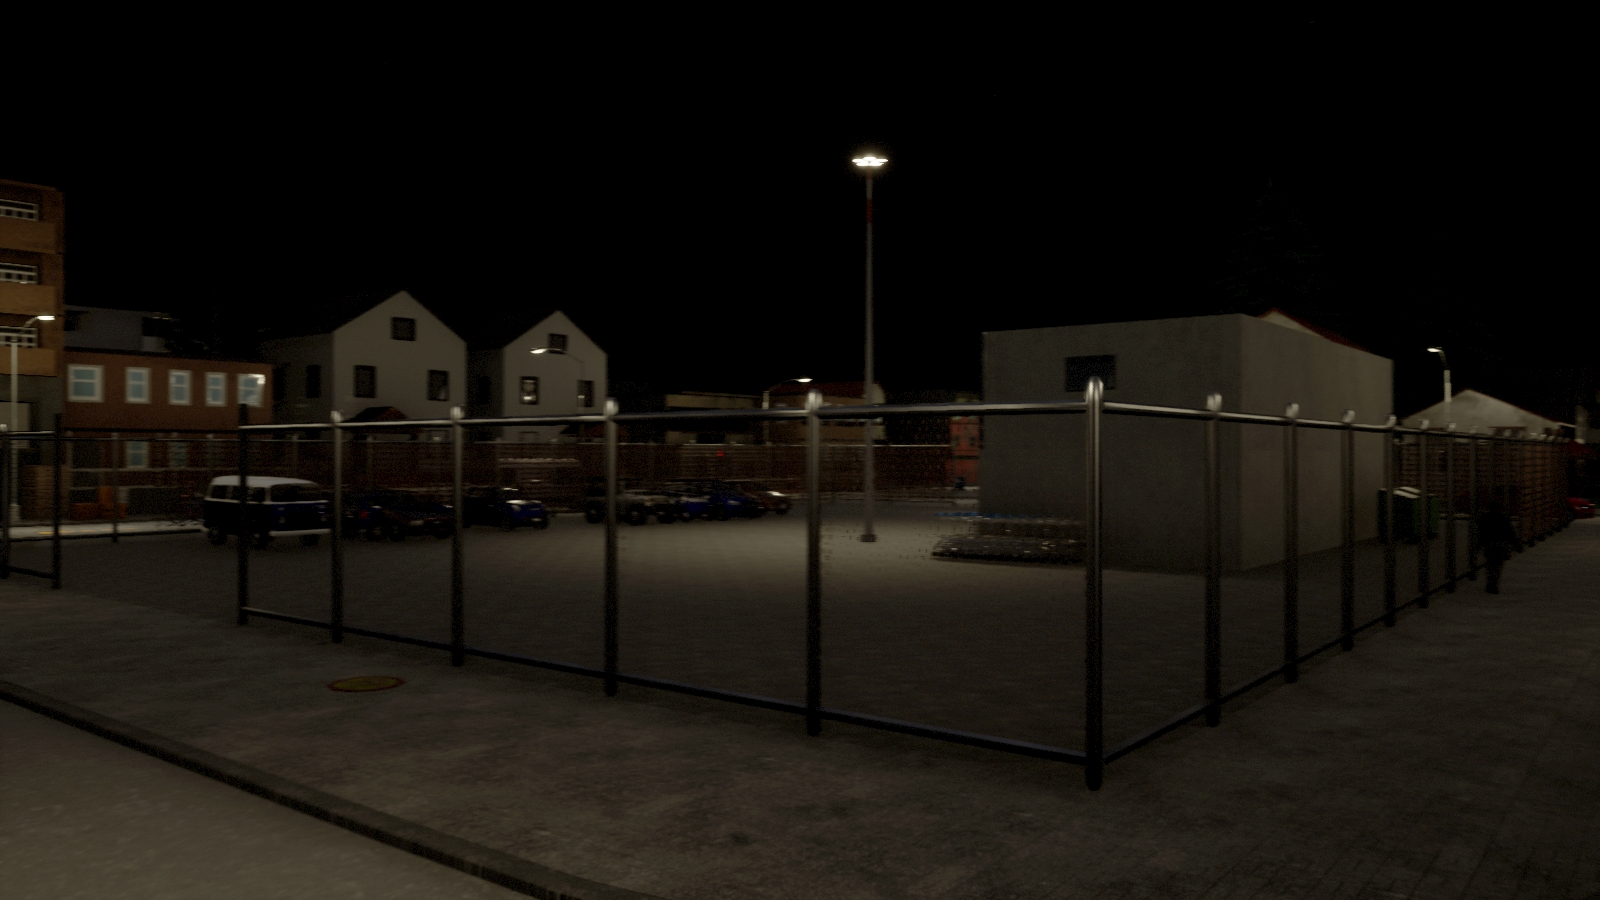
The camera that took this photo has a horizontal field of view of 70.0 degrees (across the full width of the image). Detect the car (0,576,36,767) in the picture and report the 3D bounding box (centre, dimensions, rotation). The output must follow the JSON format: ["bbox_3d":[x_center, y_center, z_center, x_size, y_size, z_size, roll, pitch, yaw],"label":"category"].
[{"bbox_3d":[-8.966,1.859,10.241,4.792,1.488,2.163,0,0,39],"label":"car"}]

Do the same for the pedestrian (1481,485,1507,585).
[{"bbox_3d":[13.221,1.604,21.767,0.375,1.860,0.375,0,0,38],"label":"pedestrian"}]
